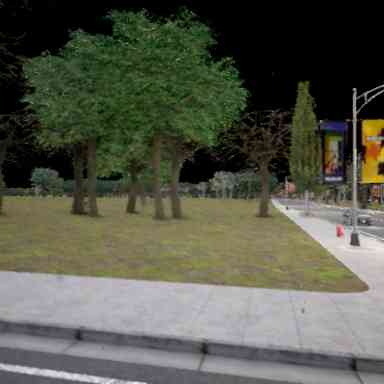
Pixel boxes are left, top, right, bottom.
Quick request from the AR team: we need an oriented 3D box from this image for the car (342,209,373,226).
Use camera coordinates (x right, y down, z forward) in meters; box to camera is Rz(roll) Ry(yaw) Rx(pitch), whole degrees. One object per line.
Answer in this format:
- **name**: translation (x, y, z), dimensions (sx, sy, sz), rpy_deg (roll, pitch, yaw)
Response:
- **car**: translation (15.579, 2.386, 31.493), dimensions (1.837, 1.490, 4.892), rpy_deg (0, -1, 13)
